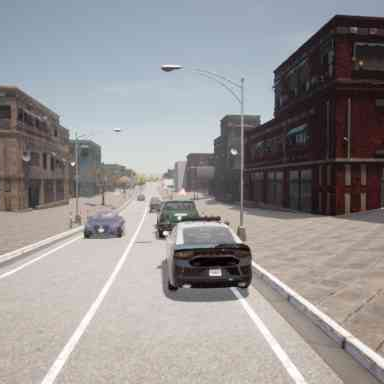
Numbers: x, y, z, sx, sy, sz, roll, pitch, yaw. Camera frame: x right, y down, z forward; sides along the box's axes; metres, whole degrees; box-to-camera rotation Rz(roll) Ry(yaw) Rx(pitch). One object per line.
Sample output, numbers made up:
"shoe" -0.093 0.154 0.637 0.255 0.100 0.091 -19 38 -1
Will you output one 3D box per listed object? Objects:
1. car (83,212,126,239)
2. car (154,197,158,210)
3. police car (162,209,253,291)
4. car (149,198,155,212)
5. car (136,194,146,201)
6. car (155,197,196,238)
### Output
"car" -4.870 1.821 19.030 1.994 1.385 4.181 0 -2 -7
"car" -1.578 1.622 25.287 2.150 2.045 5.566 0 -1 -7
"police car" 0.230 1.479 9.381 1.930 1.638 5.238 0 -1 -6
"car" -4.951 1.996 46.295 1.837 1.490 4.892 0 -1 -7
"car" -11.140 1.240 73.022 1.837 1.490 4.892 0 2 -7
"car" -0.875 1.466 19.318 2.150 2.045 5.566 0 -1 -7
